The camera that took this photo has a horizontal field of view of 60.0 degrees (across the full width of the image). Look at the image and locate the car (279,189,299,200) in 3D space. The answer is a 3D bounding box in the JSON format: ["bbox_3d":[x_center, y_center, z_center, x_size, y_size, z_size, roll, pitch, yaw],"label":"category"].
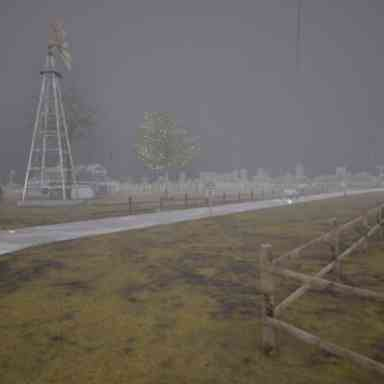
[{"bbox_3d":[14.513,0.337,49.498,1.812,1.442,4.674,-1,1,35],"label":"car"}]
